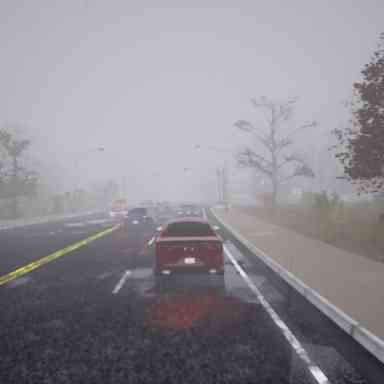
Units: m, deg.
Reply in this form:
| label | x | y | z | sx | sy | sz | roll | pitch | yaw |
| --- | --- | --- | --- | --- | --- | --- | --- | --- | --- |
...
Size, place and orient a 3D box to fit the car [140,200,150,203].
| label | x | y | z | sx | sy | sz | roll | pitch | yaw |
| --- | --- | --- | --- | --- | --- | --- | --- | --- | --- |
| car | -6.517 | 1.849 | 47.814 | 2.128 | 1.511 | 4.902 | -1 | 0 | 2 |

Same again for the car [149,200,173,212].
| label | x | y | z | sx | sy | sz | roll | pitch | yaw |
| --- | --- | --- | --- | --- | --- | --- | --- | --- | --- |
| car | -3.361 | 1.758 | 39.323 | 2.128 | 1.511 | 4.902 | -1 | 0 | 1 |

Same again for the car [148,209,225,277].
| label | x | y | z | sx | sy | sz | roll | pitch | yaw |
| --- | --- | --- | --- | --- | --- | --- | --- | --- | --- |
| car | -0.113 | 1.545 | 10.606 | 1.882 | 1.535 | 5.008 | -1 | 0 | -1 |

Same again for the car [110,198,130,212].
| label | x | y | z | sx | sy | sz | roll | pitch | yaw |
| --- | --- | --- | --- | --- | --- | --- | --- | --- | --- |
| car | -9.835 | 1.739 | 46.100 | 2.097 | 1.767 | 4.553 | -1 | 0 | 2 |

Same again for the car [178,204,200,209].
| label | x | y | z | sx | sy | sz | roll | pitch | yaw |
| --- | --- | --- | --- | --- | --- | --- | --- | --- | --- |
| car | -0.254 | 1.719 | 28.978 | 2.033 | 1.411 | 5.357 | -1 | 0 | 0 |

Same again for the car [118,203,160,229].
| label | x | y | z | sx | sy | sz | roll | pitch | yaw |
| --- | --- | --- | --- | --- | --- | --- | --- | --- | --- |
| car | -3.503 | 1.704 | 22.836 | 1.812 | 1.442 | 4.674 | -1 | 0 | 0 |
